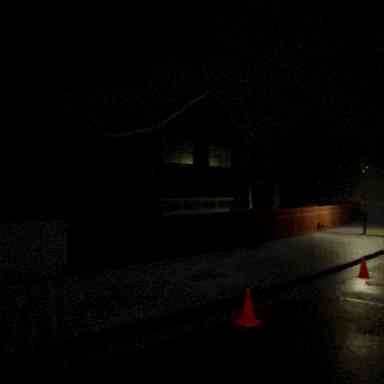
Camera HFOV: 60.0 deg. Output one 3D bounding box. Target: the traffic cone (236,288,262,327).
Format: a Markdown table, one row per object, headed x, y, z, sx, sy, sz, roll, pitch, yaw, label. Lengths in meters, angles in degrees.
| x | y | z | sx | sy | sz | roll | pitch | yaw | label |
| --- | --- | --- | --- | --- | --- | --- | --- | --- | --- |
| 1.003 | 1.998 | 5.865 | 0.340 | 0.580 | 0.340 | 0 | -1 | -39 | traffic cone |

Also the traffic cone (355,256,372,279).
| x | y | z | sx | sy | sz | roll | pitch | yaw | label |
| --- | --- | --- | --- | --- | --- | --- | --- | --- | --- |
| 4.666 | 2.026 | 9.038 | 0.340 | 0.580 | 0.340 | 0 | -1 | -43 | traffic cone |
